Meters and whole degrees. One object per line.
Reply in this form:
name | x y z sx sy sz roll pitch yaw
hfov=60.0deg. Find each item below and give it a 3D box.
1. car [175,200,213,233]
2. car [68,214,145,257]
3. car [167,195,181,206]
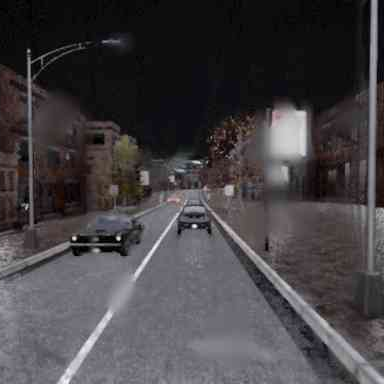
car | 0.139 1.477 19.311 1.837 1.490 4.892 0 0 0
car | -3.093 1.582 12.926 1.895 1.301 4.718 0 0 0
car | -2.892 1.270 54.047 2.097 1.767 4.553 0 0 1
